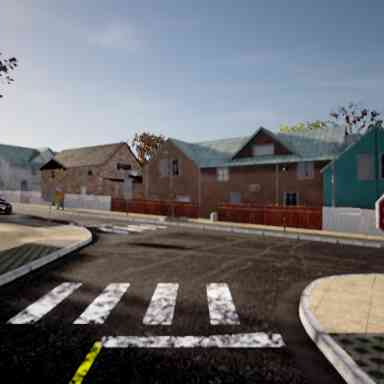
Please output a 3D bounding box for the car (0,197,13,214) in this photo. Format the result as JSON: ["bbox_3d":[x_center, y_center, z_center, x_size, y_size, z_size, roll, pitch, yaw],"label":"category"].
[{"bbox_3d":[-16.284,0.917,26.572,4.892,1.490,1.837,2,0,32],"label":"car"}]

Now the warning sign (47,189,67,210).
[{"bbox_3d":[-12.322,0.703,30.379,1.060,1.860,1.300,-1,1,32],"label":"warning sign"}]
